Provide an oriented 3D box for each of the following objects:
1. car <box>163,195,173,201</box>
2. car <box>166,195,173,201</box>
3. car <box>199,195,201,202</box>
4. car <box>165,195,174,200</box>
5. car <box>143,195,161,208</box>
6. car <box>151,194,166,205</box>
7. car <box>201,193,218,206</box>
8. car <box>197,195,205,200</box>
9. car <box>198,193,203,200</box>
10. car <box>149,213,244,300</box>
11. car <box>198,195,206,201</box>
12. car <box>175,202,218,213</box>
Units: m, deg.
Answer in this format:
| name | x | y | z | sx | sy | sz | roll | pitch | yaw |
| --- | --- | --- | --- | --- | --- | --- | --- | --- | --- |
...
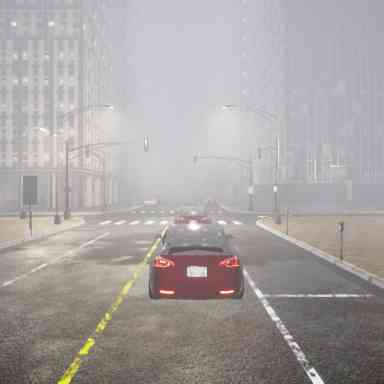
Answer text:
| name | x | y | z | sx | sy | sz | roll | pitch | yaw |
| --- | --- | --- | --- | --- | --- | --- | --- | --- | --- |
| car | -5.915 | 1.425 | 82.209 | 2.008 | 1.369 | 4.403 | 0 | 0 | 0 |
| car | -5.900 | 1.435 | 76.534 | 1.887 | 1.381 | 4.507 | 0 | 0 | 0 |
| car | 2.643 | 1.497 | 53.855 | 2.008 | 1.369 | 4.403 | 0 | 0 | 0 |
| car | -5.931 | 1.407 | 87.885 | 2.008 | 1.369 | 4.403 | 0 | 0 | 0 |
| car | -5.950 | 1.483 | 47.984 | 1.752 | 1.417 | 4.829 | 0 | 0 | 0 |
| car | -5.936 | 1.262 | 53.832 | 2.192 | 1.841 | 5.009 | 0 | 0 | 0 |
| car | 2.689 | 1.398 | 48.177 | 1.967 | 1.590 | 4.097 | 0 | 0 | 0 |
| car | 2.449 | 1.407 | 87.901 | 2.008 | 1.369 | 4.403 | 0 | 0 | 0 |
| car | 2.498 | 1.221 | 70.877 | 2.192 | 1.841 | 5.009 | 0 | 0 | 0 |
| car | 0.075 | 1.502 | 8.416 | 2.163 | 1.488 | 4.792 | 0 | 0 | 0 |
| car | 2.465 | 1.419 | 82.227 | 1.887 | 1.381 | 4.507 | 0 | 0 | 0 |
| car | 0.040 | 1.496 | 18.411 | 2.163 | 1.488 | 4.792 | 0 | 0 | 0 |
